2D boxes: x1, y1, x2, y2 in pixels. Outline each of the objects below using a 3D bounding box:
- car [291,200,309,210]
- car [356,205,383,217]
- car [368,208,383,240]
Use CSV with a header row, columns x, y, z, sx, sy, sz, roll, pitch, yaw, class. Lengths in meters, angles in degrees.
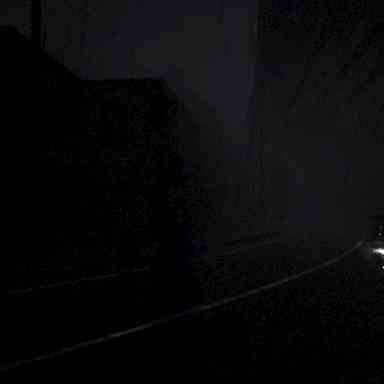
x,y,z,sx,sy,sz,roll,pitch,yaw,class
18.847,2.527,58.972,1.895,1.301,4.718,0,-1,7,car
19.859,2.125,36.636,2.033,1.411,5.357,0,-1,7,car
10.752,1.792,17.755,1.994,1.385,4.181,0,-1,27,car
